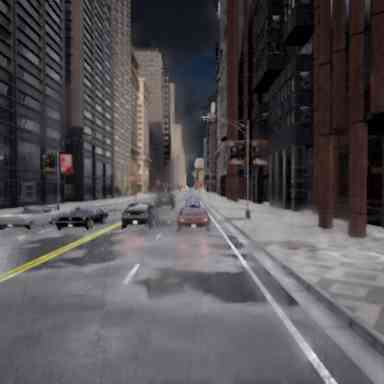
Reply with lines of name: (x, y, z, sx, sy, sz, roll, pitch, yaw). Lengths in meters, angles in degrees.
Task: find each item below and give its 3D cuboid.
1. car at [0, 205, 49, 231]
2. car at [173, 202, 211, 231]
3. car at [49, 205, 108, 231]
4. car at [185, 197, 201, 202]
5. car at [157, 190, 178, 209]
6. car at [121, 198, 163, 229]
car: (-9.822, 1.503, 20.186, 1.895, 1.301, 4.718, 0, 0, 0)
car: (0.084, 1.505, 19.887, 1.895, 1.301, 4.718, 0, 0, 0)
car: (-6.572, 1.503, 20.188, 1.895, 1.301, 4.718, 0, 0, 0)
car: (0.091, 1.343, 41.632, 2.033, 1.411, 5.357, 0, 0, 0)
car: (-3.166, 1.024, 40.610, 2.150, 2.045, 5.566, 0, 1, 0)
car: (-3.165, 1.406, 20.980, 1.837, 1.490, 4.892, 0, 1, 0)
